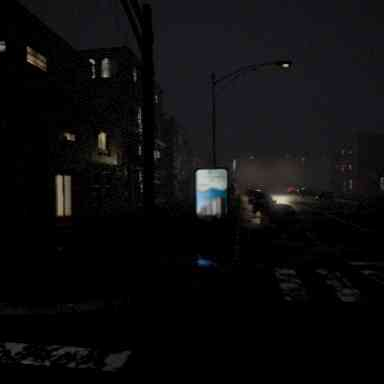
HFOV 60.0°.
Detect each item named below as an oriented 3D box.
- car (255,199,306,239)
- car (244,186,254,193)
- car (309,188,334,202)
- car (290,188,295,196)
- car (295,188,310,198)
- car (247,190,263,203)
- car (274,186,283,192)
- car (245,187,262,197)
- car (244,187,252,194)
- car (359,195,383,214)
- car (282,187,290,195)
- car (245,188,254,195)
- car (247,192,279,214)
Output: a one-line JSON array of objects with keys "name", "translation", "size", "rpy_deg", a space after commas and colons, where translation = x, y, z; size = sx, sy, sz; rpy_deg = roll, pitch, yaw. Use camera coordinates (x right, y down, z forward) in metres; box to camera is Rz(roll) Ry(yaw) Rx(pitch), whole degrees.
[{"name": "car", "translation": [3.935, 1.202, 14.875], "size": [1.802, 1.307, 4.206], "rpy_deg": [0, 1, 8]}, {"name": "car", "translation": [10.342, -0.091, 58.566], "size": [2.192, 1.841, 5.009], "rpy_deg": [0, 1, 8]}, {"name": "car", "translation": [16.229, 0.433, 40.952], "size": [2.008, 1.369, 4.403], "rpy_deg": [0, 1, 8]}, {"name": "car", "translation": [18.633, 0.050, 57.338], "size": [2.008, 1.369, 4.403], "rpy_deg": [0, 1, 8]}, {"name": "car", "translation": [17.831, 0.067, 51.873], "size": [1.967, 1.590, 4.097], "rpy_deg": [0, 1, 8]}, {"name": "car", "translation": [7.915, 0.506, 42.015], "size": [1.752, 1.417, 4.829], "rpy_deg": [0, 1, 8]}, {"name": "car", "translation": [22.638, -0.692, 84.644], "size": [1.967, 1.590, 4.097], "rpy_deg": [0, 1, 8]}, {"name": "car", "translation": [7.138, 0.545, 36.719], "size": [1.967, 1.590, 4.097], "rpy_deg": [0, 1, 8]}, {"name": "car", "translation": [13.548, -0.472, 80.416], "size": [1.967, 1.590, 4.097], "rpy_deg": [0, 1, 8]}, {"name": "car", "translation": [13.826, 0.849, 24.566], "size": [1.802, 1.307, 4.206], "rpy_deg": [0, 1, 8]}, {"name": "car", "translation": [20.236, -0.173, 68.262], "size": [1.802, 1.307, 4.206], "rpy_deg": [0, 1, 8]}, {"name": "car", "translation": [11.922, -0.131, 69.325], "size": [1.752, 1.417, 4.829], "rpy_deg": [0, 1, 8]}, {"name": "car", "translation": [5.536, 0.913, 25.797], "size": [2.008, 1.369, 4.403], "rpy_deg": [0, 1, 8]}]
